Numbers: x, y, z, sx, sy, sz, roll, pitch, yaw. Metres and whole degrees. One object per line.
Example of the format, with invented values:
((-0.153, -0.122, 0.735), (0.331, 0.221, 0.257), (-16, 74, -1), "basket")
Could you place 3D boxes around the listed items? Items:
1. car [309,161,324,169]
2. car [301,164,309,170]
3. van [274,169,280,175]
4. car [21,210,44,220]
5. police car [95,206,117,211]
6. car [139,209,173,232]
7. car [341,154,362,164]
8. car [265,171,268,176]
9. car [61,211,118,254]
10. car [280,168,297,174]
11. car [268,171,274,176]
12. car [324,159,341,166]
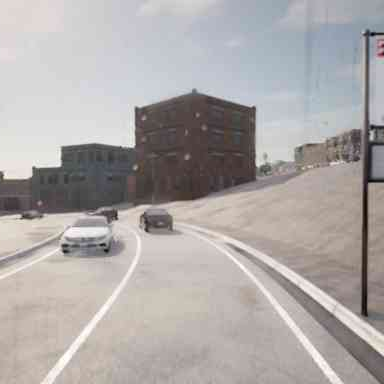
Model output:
((21.255, -4.210, 53.689), (2.185, 1.767, 4.553), (0, 0, -1), "car")
((21.136, -4.245, 59.208), (2.185, 1.767, 4.553), (0, 0, -1), "car")
((20.779, -4.427, 75.618), (1.878, 1.987, 4.442), (0, 0, -1), "van")
((-24.458, 3.549, 50.781), (4.674, 1.442, 1.812), (-4, -2, 40), "car")
((-10.732, 2.546, 40.828), (1.930, 1.638, 5.238), (-1, -2, -33), "police car")
((-2.657, 1.935, 23.789), (1.882, 1.535, 5.008), (0, -2, -15), "car")
((21.497, -4.130, 42.522), (2.185, 1.767, 4.553), (0, 0, -1), "car")
((20.538, -4.482, 86.746), (2.435, 2.045, 5.566), (0, 0, -1), "car")
((-4.468, 1.783, 14.933), (1.812, 1.442, 4.674), (0, -1, -9), "car")
((20.896, -4.178, 70.223), (2.231, 1.521, 4.892), (0, 0, -1), "car")
((20.658, -4.179, 81.261), (2.002, 1.452, 4.674), (0, 0, -1), "car")
((21.378, -4.004, 48.015), (2.002, 1.452, 4.674), (0, 0, -1), "car")
